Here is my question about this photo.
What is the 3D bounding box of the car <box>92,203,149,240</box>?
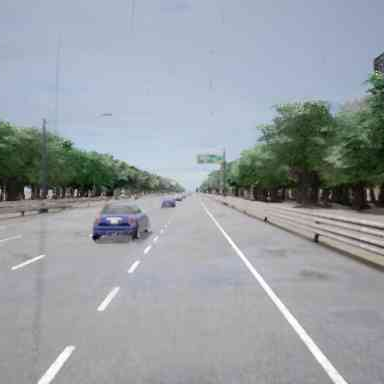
[{"bbox_3d":[-3.485,1.355,17.038,2.097,1.767,4.553,0,0,0],"label":"car"}]

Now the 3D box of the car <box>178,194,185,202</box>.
[{"bbox_3d":[-3.182,1.580,77.835,1.895,1.301,4.718,0,0,0],"label":"car"}]

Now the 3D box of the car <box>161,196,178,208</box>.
[{"bbox_3d":[-3.374,1.533,48.607,1.812,1.442,4.674,0,0,0],"label":"car"}]
